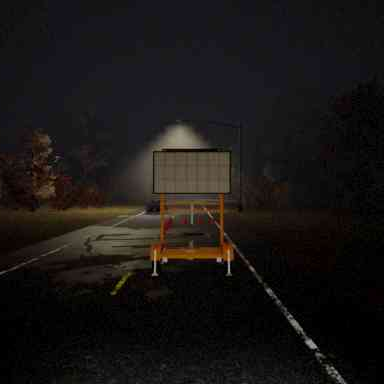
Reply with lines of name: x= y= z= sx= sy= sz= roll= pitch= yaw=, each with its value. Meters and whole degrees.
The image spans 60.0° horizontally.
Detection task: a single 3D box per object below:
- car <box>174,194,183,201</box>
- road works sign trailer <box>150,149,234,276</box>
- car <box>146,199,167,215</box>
car: x=-3.490 y=1.233 z=86.901 sx=2.150 sy=2.045 sz=5.566 roll=0 pitch=0 yaw=0
road works sign trailer: x=0.000 y=0.464 z=10.349 sx=2.380 sy=3.560 sz=2.880 roll=0 pitch=0 yaw=0
car: x=-3.596 y=1.504 z=34.243 sx=1.837 sy=1.490 sz=4.892 roll=0 pitch=0 yaw=0
